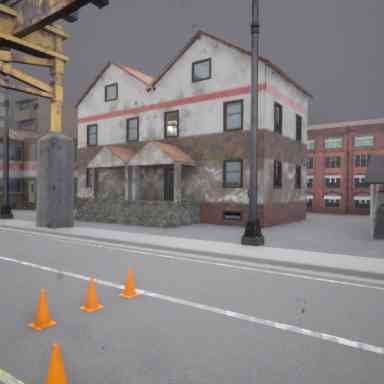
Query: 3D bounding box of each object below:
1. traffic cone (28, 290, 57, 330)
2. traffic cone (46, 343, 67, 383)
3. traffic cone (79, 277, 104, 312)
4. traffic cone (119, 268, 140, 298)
[{"bbox_3d":[-2.525,1.949,5.613,0.340,0.580,0.340,0,0,36],"label":"traffic cone"},{"bbox_3d":[-1.488,1.952,3.632,0.340,0.580,0.340,0,0,36],"label":"traffic cone"},{"bbox_3d":[-1.940,1.949,6.424,0.340,0.580,0.340,0,0,36],"label":"traffic cone"},{"bbox_3d":[-1.355,1.949,7.235,0.340,0.580,0.340,0,0,36],"label":"traffic cone"}]
